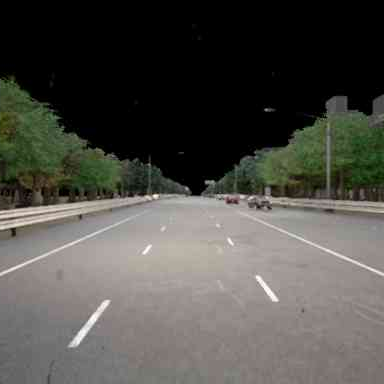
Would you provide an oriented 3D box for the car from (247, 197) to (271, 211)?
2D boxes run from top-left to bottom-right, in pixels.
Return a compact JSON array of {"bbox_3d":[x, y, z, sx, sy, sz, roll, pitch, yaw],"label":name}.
[{"bbox_3d":[8.178,1.444,40.758,1.837,1.490,4.892,0,0,-7],"label":"car"}]

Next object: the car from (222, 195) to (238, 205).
[{"bbox_3d":[6.886,1.384,57.834,1.882,1.535,5.008,0,0,1],"label":"car"}]

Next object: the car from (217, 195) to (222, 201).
[{"bbox_3d":[6.992,1.479,80.351,1.895,1.301,4.718,0,0,0],"label":"car"}]
